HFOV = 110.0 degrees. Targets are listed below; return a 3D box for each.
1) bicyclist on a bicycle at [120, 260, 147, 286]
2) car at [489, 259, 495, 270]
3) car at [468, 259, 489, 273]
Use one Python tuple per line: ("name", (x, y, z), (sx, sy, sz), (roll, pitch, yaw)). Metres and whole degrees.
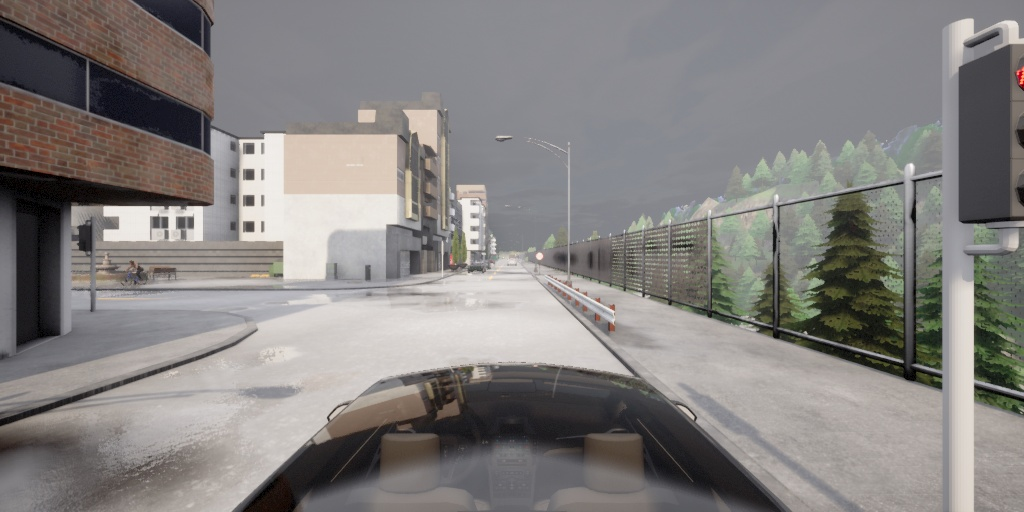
("bicyclist on a bicycle", (-24.285, 1.098, 23.055), (0.582, 1.620, 1.656), (0, 0, 0))
("car", (-4.095, 1.241, 52.911), (2.128, 1.511, 4.902), (0, 0, 0))
("car", (-4.101, 1.350, 42.408), (1.895, 1.301, 4.718), (0, 0, 0))
